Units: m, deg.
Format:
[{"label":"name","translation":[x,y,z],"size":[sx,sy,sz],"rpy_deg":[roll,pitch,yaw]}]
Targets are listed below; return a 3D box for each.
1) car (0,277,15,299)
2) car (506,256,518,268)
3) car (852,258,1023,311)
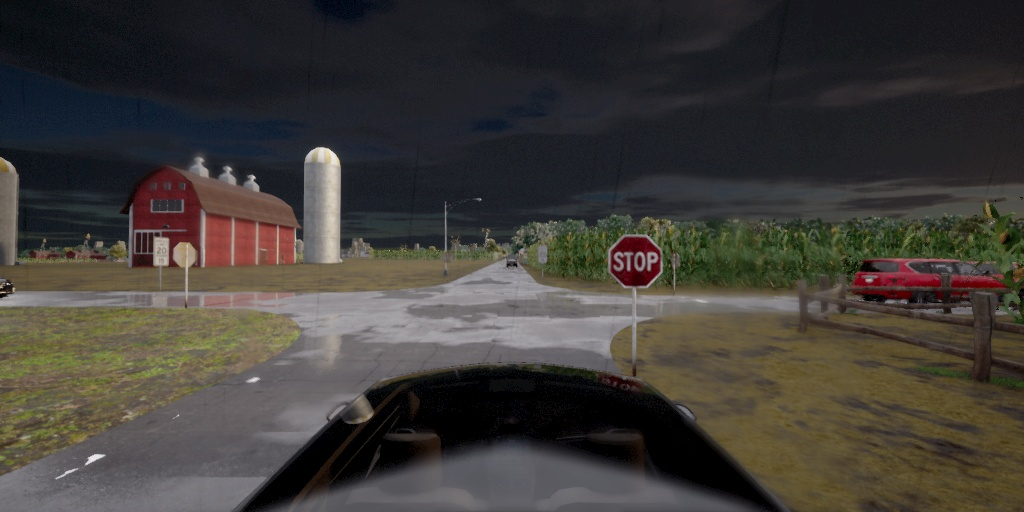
[{"label":"car","translation":[-23.680,1.090,14.734],"size":[4.892,1.490,1.837],"rpy_deg":[0,-1,0]},{"label":"car","translation":[-0.011,1.200,61.651],"size":[1.882,1.535,5.008],"rpy_deg":[0,0,0]},{"label":"car","translation":[17.657,1.145,14.997],"size":[5.566,2.045,2.150],"rpy_deg":[1,-2,1]}]
